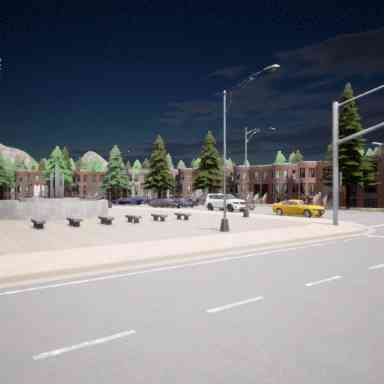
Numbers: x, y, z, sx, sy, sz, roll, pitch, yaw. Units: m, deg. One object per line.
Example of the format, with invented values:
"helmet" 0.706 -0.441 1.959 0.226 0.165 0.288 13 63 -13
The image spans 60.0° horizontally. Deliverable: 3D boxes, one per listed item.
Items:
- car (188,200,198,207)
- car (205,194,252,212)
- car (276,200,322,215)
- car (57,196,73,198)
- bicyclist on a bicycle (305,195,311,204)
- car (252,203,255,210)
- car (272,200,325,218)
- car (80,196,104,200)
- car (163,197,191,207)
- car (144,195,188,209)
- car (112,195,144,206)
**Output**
"car" -1.757 1.547 48.862 5.357 1.411 2.033 0 0 36
"car" 3.873 1.221 38.662 2.150 2.045 5.566 0 0 -39
"car" 11.115 1.564 34.865 1.994 1.385 4.181 0 0 -37
"car" -23.763 1.501 60.731 4.892 1.490 1.837 -1 0 5
"bicyclist on a bicycle" 16.230 1.303 46.629 1.656 1.620 0.582 0 0 -37
"car" 5.733 1.526 41.755 1.812 1.442 4.674 0 0 -41
"car" 9.796 1.478 30.793 1.882 1.535 5.008 0 0 -37
"car" -19.465 1.491 63.871 4.902 1.511 2.128 0 0 7
"car" -2.381 1.564 53.640 4.181 1.385 1.994 0 0 33
"car" -3.618 1.547 45.888 5.357 1.411 2.033 0 0 36
"car" -10.468 1.601 53.848 4.718 1.301 1.895 0 0 23
